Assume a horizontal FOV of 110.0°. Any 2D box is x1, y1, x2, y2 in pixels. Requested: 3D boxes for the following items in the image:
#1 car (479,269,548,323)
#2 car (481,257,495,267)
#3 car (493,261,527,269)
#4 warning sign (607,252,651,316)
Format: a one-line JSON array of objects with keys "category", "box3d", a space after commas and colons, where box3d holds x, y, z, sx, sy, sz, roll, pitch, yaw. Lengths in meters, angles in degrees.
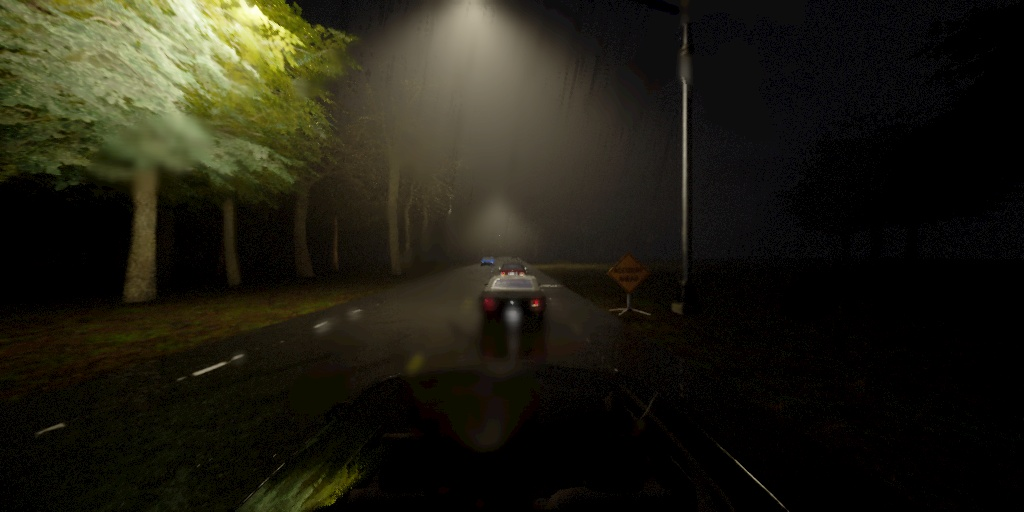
[{"category": "car", "box3d": [0.056, 1.274, 11.829, 1.895, 1.301, 4.718, 0, 0, 0]}, {"category": "car", "box3d": [-3.573, 0.840, 53.440, 1.882, 1.535, 5.008, 0, 0, 0]}, {"category": "car", "box3d": [0.039, 1.123, 25.062, 2.033, 1.411, 5.357, 0, 0, 0]}, {"category": "warning sign", "box3d": [3.549, 0.797, 10.842, 1.300, 1.860, 1.060, 0, 0, 0]}]
